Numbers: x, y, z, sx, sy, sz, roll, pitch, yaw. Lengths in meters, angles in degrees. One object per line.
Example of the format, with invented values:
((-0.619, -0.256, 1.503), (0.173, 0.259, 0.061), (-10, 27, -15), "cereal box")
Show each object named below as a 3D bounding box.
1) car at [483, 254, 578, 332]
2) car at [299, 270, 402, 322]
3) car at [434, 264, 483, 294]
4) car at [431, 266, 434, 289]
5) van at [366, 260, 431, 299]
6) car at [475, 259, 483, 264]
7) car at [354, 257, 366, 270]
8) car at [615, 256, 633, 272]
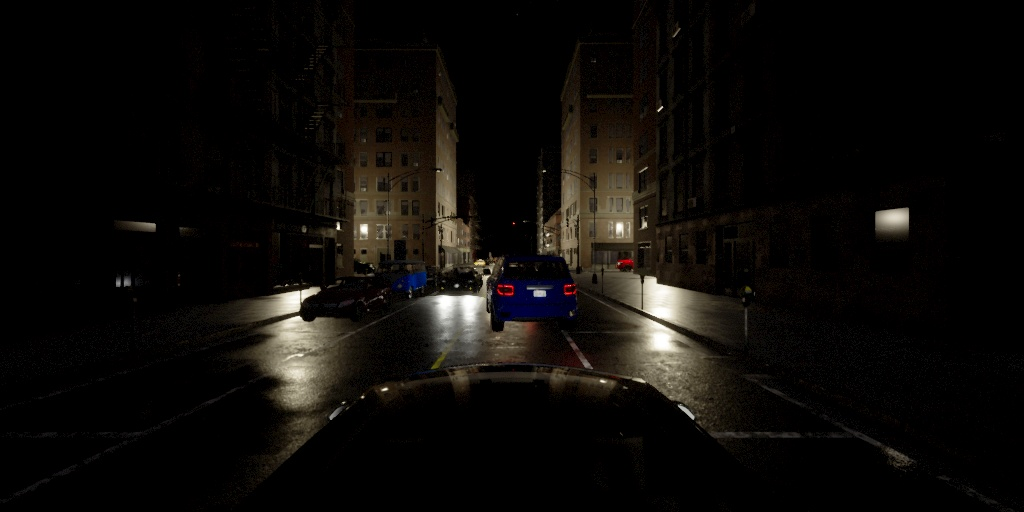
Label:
((0.360, 0.971, 11.052), (2.150, 2.045, 5.566), (0, 0, -6), "car")
((-5.394, 1.331, 12.208), (1.802, 1.307, 4.207), (0, 0, 0), "car")
((-2.772, 1.313, 20.096), (1.994, 1.385, 4.181), (0, 0, 1), "car")
((-5.392, 1.299, 23.020), (2.007, 1.370, 4.403), (0, 0, 0), "car")
((-5.393, 1.090, 17.614), (1.690, 1.789, 3.998), (0, 0, 0), "van")
((-5.393, 1.273, 60.813), (1.751, 1.417, 4.829), (0, 0, 0), "car")
((-18.233, 1.064, 40.064), (5.566, 2.045, 2.150), (0, 0, 0), "car")
((15.329, 0.877, 43.071), (5.566, 2.045, 2.150), (0, 0, 0), "car")
